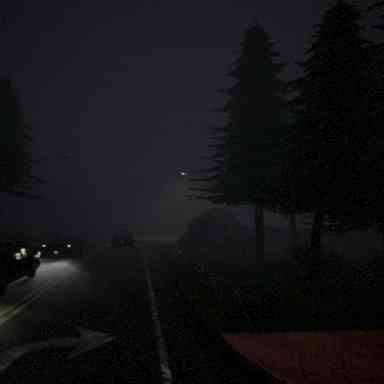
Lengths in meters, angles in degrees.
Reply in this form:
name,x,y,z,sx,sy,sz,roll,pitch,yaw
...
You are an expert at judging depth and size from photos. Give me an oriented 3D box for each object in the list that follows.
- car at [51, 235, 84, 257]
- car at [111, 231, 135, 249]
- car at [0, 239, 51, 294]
name,x,y,z,sx,sy,sz,roll,pitch,yaw
car,-8.552,3.548,22.307,1.895,1.301,4.718,2,-6,-9
car,-6.288,4.285,30.475,1.882,1.535,5.008,2,-6,-9
car,-6.861,2.502,11.682,2.033,1.411,5.357,2,-6,-9
